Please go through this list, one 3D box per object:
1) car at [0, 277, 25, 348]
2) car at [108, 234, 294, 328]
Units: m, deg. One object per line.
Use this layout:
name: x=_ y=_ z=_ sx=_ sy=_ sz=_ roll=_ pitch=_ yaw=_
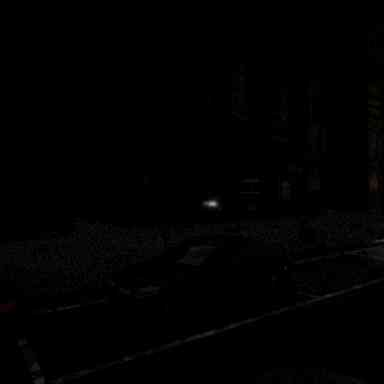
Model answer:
car: x=-4.196 y=1.581 z=3.652 sx=4.206 sy=1.307 sz=1.802 roll=0 pitch=0 yaw=-36
car: x=0.392 y=1.584 z=6.926 sx=4.206 sy=1.307 sz=1.802 roll=0 pitch=0 yaw=-36
